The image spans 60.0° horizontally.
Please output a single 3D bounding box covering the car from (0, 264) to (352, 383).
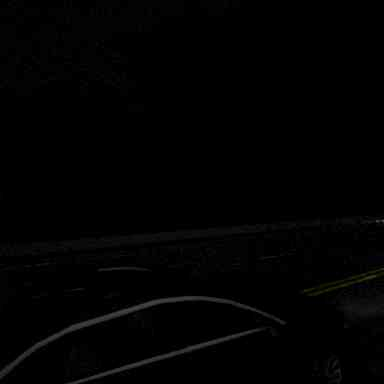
[{"bbox_3d":[-0.421,1.491,3.139,4.902,1.511,2.128,0,0,-35],"label":"car"}]
